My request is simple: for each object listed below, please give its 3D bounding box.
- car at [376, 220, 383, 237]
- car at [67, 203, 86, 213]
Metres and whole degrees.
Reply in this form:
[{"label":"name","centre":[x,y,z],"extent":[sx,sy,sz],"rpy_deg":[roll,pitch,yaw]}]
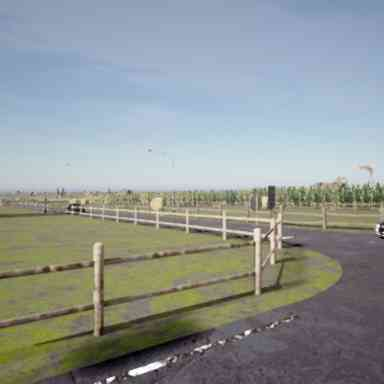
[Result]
[{"label":"car","centre":[11.464,1.541,15.688],"extent":[4.902,1.511,2.128],"rpy_deg":[-2,0,19]},{"label":"car","centre":[-17.755,2.455,50.863],"extent":[1.837,1.490,4.892],"rpy_deg":[0,-1,-34]}]
